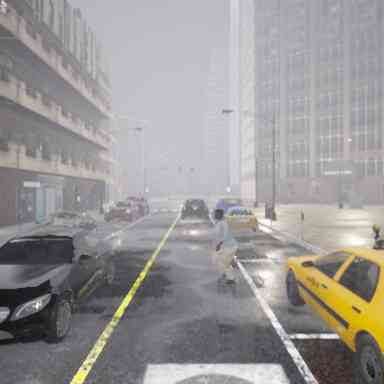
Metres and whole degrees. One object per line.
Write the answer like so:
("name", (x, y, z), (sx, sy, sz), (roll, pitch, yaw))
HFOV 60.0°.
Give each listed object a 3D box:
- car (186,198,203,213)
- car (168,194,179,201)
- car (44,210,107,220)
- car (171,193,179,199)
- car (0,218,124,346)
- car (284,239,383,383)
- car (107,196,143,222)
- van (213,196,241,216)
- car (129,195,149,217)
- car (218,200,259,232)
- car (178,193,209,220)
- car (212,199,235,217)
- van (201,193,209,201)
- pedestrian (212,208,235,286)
("car", (0.266, 1.381, 36.030), (1.812, 1.442, 4.674), (0, 0, 0))
("car", (-4.728, 1.278, 79.161), (1.752, 1.417, 4.829), (0, 0, 0))
("car", (-5.209, 1.488, 13.725), (2.008, 1.369, 4.403), (0, 0, 0))
("car", (-4.645, 1.179, 90.436), (1.967, 1.590, 4.097), (0, 0, 0))
("car", (-2.803, 1.495, 6.517), (1.812, 1.442, 4.674), (0, 0, 0))
("car", (2.786, 1.433, 4.865), (1.801, 1.575, 5.366), (0, 0, 0))
("car", (-5.127, 1.334, 24.795), (1.967, 1.590, 4.097), (0, 0, 0))
("van", (2.754, 1.235, 24.743), (1.690, 1.788, 3.998), (0, 0, 0))
("car", (-5.085, 1.189, 30.331), (2.192, 1.841, 5.009), (0, 0, 0))
("car", (2.713, 1.440, 19.380), (1.752, 1.417, 4.829), (0, 0, 0))
("car", (0.261, 1.239, 26.714), (2.097, 1.767, 4.553), (0, 0, 1))
("car", (2.794, 1.399, 30.450), (1.752, 1.417, 4.829), (0, 0, 0))
("van", (3.154, 1.093, 79.273), (1.690, 1.788, 3.998), (0, 0, 0))
("pedestrian", (0.736, 1.257, 7.879), (0.375, 1.860, 0.375), (0, 0, 0))
